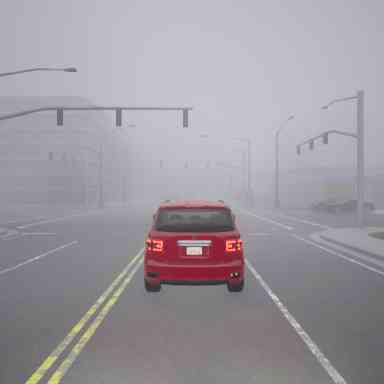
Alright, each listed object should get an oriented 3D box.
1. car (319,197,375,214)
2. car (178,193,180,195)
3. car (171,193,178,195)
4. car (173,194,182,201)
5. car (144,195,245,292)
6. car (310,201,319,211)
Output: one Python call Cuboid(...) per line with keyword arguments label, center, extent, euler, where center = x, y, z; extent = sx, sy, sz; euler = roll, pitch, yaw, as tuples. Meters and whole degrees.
Cuboid(label="car", center=(16.553, 1.478, 35.091), extent=(5.008, 1.535, 1.882), euler=(0, 0, 0))
Cuboid(label="car", center=(-3.620, 1.225, 72.135), extent=(2.150, 2.045, 5.566), euler=(0, 0, 0))
Cuboid(label="car", center=(-3.561, 1.352, 48.657), extent=(2.097, 1.767, 4.553), euler=(0, 0, -2))
Cuboid(label="car", center=(-3.639, 1.355, 82.849), extent=(2.097, 1.767, 4.553), euler=(0, 0, 0))
Cuboid(label="car", center=(0.057, 1.221, 9.054), extent=(2.150, 2.045, 5.566), euler=(0, 0, 0))
Cuboid(label="car", center=(16.094, 1.352, 38.598), extent=(4.553, 1.767, 2.097), euler=(0, 0, 0))
